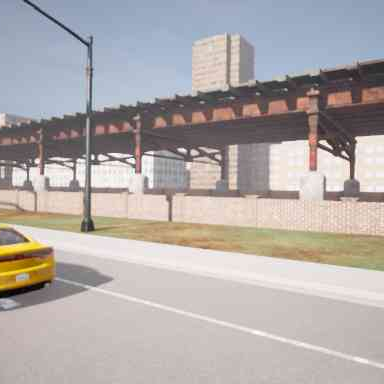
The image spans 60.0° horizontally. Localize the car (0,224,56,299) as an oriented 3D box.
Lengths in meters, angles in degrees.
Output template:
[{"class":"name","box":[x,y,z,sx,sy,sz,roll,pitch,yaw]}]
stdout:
[{"class":"car","box":[-5.218,1.446,7.721,5.008,1.535,1.882,0,0,36]}]
